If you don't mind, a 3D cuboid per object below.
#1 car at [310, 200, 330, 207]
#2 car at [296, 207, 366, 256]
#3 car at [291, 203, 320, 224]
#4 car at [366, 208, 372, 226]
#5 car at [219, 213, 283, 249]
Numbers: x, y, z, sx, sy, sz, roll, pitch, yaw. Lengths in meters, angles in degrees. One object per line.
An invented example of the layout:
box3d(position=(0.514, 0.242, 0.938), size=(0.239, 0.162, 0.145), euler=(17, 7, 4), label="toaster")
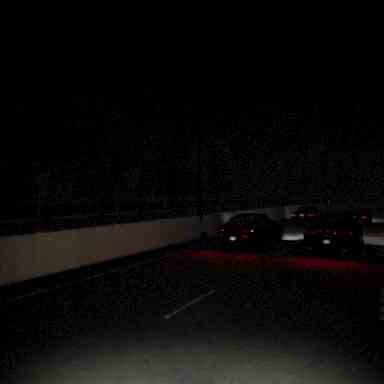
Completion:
box3d(position=(25.458, 2.223, 66.117), size=(4.181, 1.385, 1.994), euler=(0, -1, -40), label="car")
box3d(position=(6.018, 1.619, 13.972), size=(1.882, 1.535, 5.008), euler=(0, 0, 30), label="car")
box3d(position=(9.569, 1.827, 27.249), size=(2.033, 1.411, 5.357), euler=(0, -1, 31), label="car")
box3d(position=(12.997, 1.862, 26.125), size=(1.895, 1.301, 4.718), euler=(0, -1, 31), label="car")
box3d(position=(2.806, 1.688, 15.407), size=(1.812, 1.442, 4.674), euler=(0, 0, 30), label="car")
